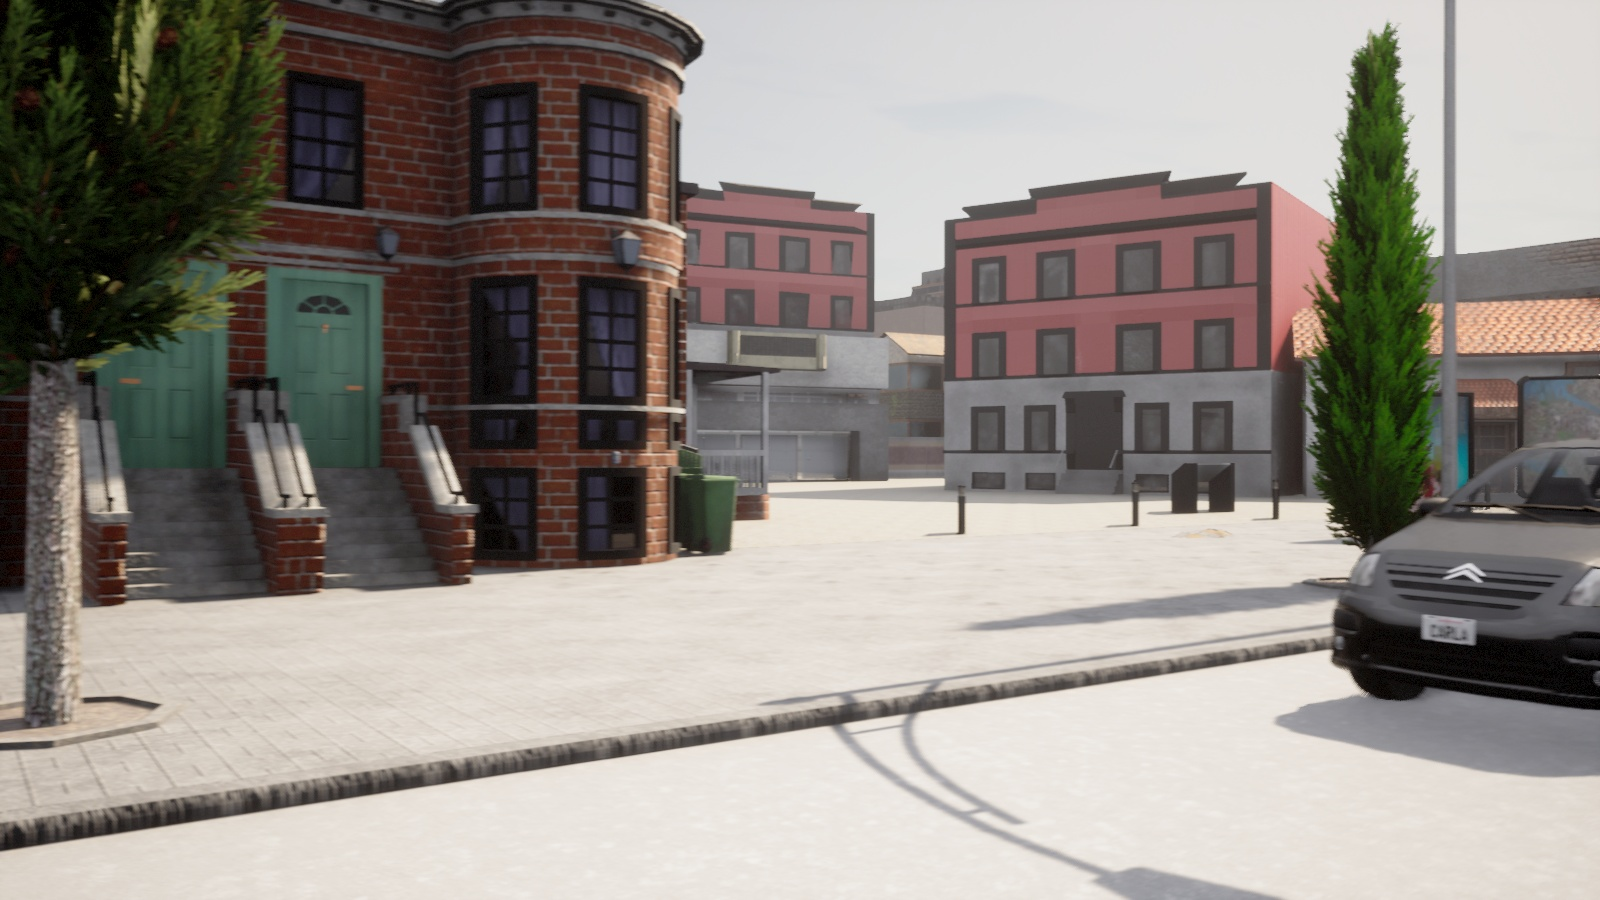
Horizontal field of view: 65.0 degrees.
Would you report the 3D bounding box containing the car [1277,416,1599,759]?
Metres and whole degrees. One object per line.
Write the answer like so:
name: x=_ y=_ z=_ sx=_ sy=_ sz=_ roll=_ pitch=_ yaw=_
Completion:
car: x=4.957 y=0.651 z=7.719 sx=3.988 sy=1.617 sz=1.851 roll=0 pitch=0 yaw=-35
